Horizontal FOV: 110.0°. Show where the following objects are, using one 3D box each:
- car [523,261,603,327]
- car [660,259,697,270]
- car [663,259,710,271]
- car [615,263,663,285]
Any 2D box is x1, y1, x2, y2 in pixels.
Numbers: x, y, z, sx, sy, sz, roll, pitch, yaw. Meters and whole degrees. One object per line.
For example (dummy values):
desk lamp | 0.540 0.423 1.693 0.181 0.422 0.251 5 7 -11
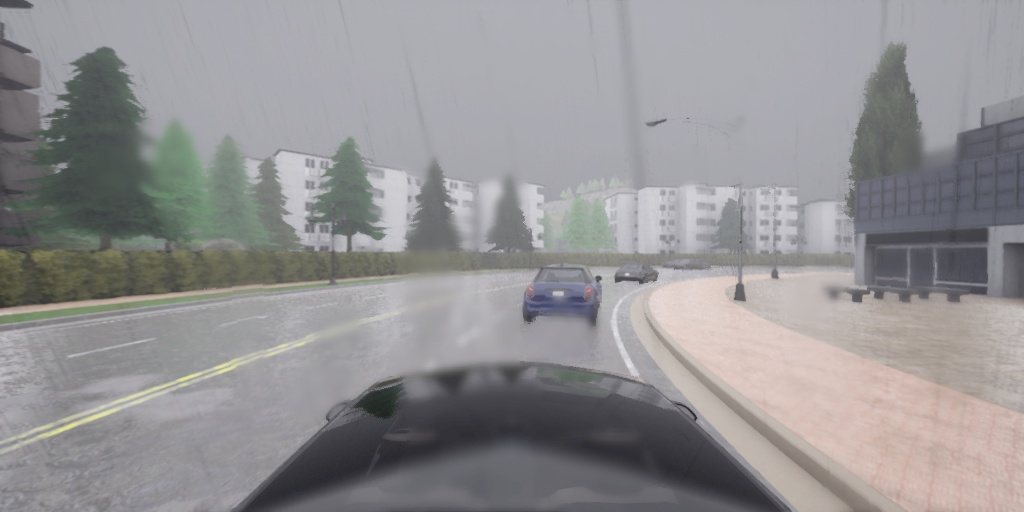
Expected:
car | 1.808 1.031 11.648 2.097 1.767 4.553 0 0 15
car | 21.822 1.063 47.111 4.181 1.385 1.994 0 0 -20
car | 21.448 1.074 43.374 5.357 1.411 2.033 0 0 -23
car | 8.770 1.172 25.070 1.994 1.385 4.181 1 1 38
